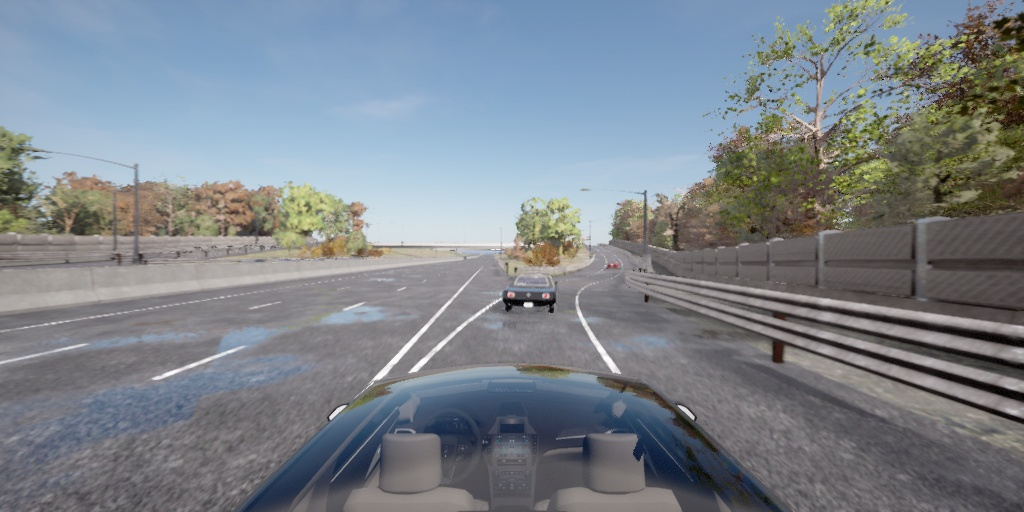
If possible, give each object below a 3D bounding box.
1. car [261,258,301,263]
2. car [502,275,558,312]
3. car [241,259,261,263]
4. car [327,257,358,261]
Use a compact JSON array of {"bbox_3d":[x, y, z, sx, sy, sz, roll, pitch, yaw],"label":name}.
[{"bbox_3d":[-27.007,1.039,42.900,2.128,1.511,4.902,0,0,-3],"label":"car"},{"bbox_3d":[0.911,1.406,14.630,1.895,1.301,4.718,1,0,9],"label":"car"},{"bbox_3d":[-30.471,1.046,42.189,1.812,1.442,4.674,0,0,-3],"label":"car"},{"bbox_3d":[-27.828,1.050,58.977,2.128,1.511,4.902,0,0,-3],"label":"car"}]
